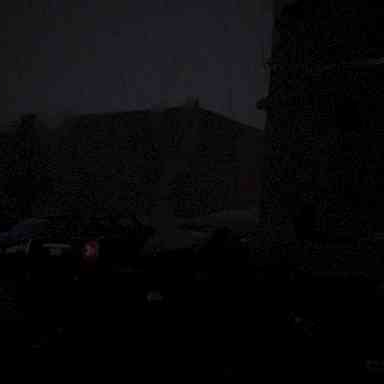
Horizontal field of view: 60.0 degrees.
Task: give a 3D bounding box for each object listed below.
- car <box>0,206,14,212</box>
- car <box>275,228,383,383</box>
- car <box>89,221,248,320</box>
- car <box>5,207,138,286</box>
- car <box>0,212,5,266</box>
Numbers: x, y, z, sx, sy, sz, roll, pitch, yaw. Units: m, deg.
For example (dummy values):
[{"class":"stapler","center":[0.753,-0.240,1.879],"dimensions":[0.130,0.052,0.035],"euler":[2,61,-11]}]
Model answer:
[{"class":"car","center":[-7.079,1.291,12.426],"dimensions":[2.185,1.767,4.553],"euler":[0,-1,15]},{"class":"car","center":[2.508,1.463,5.669],"dimensions":[2.097,1.535,5.008],"euler":[1,0,16]},{"class":"car","center":[0.111,1.441,7.357],"dimensions":[2.097,1.535,5.008],"euler":[0,-1,15]},{"class":"car","center":[-2.291,1.302,9.036],"dimensions":[2.185,1.767,4.553],"euler":[0,-1,15]},{"class":"car","center":[-4.665,1.459,10.758],"dimensions":[2.002,1.452,4.674],"euler":[1,-1,15]}]
